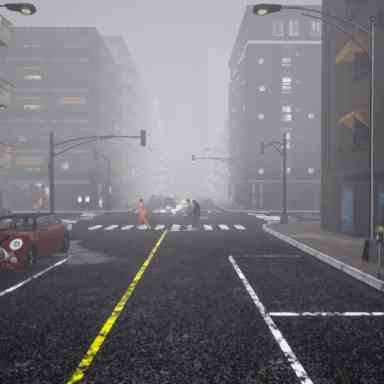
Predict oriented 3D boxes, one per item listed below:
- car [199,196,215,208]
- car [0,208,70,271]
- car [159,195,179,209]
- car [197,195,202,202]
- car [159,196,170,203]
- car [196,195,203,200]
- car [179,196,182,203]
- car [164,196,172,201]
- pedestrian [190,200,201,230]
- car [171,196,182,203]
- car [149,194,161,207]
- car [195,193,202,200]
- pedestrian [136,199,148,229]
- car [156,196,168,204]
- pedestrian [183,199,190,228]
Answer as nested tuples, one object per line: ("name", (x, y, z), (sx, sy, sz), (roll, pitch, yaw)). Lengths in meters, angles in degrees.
("car", (2.288, 1.568, 47.154), (1.802, 1.307, 4.206), (-1, 0, 0))
("car", (-5.517, 1.437, 10.729), (1.967, 1.590, 4.097), (-1, 0, 0))
("car", (-3.102, 1.491, 45.855), (1.837, 1.490, 4.892), (0, 0, 0))
("car", (2.256, 1.534, 52.693), (2.008, 1.369, 4.403), (-1, 0, 0))
("car", (-5.718, 1.558, 69.319), (1.802, 1.307, 4.206), (-1, 0, 0))
("car", (2.036, 1.546, 91.467), (1.802, 1.307, 4.206), (-1, 0, 0))
("car", (-3.156, 1.583, 55.955), (1.895, 1.301, 4.718), (0, 0, 0))
("car", (-5.781, 1.552, 80.393), (1.802, 1.307, 4.206), (-1, 0, 0))
("pedestrian", (0.221, 1.289, 19.226), (0.375, 1.860, 0.375), (-1, 1, 0))
("car", (-3.146, 1.524, 69.237), (2.033, 1.411, 5.357), (0, 0, 0))
("car", (-5.627, 1.298, 52.707), (2.192, 1.841, 5.009), (-1, 0, 0))
("car", (2.130, 1.518, 74.849), (1.887, 1.381, 4.507), (-1, 0, 0))
("pedestrian", (-2.969, 1.289, 19.751), (0.375, 1.860, 0.375), (-1, 1, 0))
("car", (-5.687, 1.504, 63.611), (1.752, 1.417, 4.829), (-1, 0, 0))
("pedestrian", (-0.201, 1.288, 20.423), (0.375, 1.860, 0.375), (-1, 1, 0))
